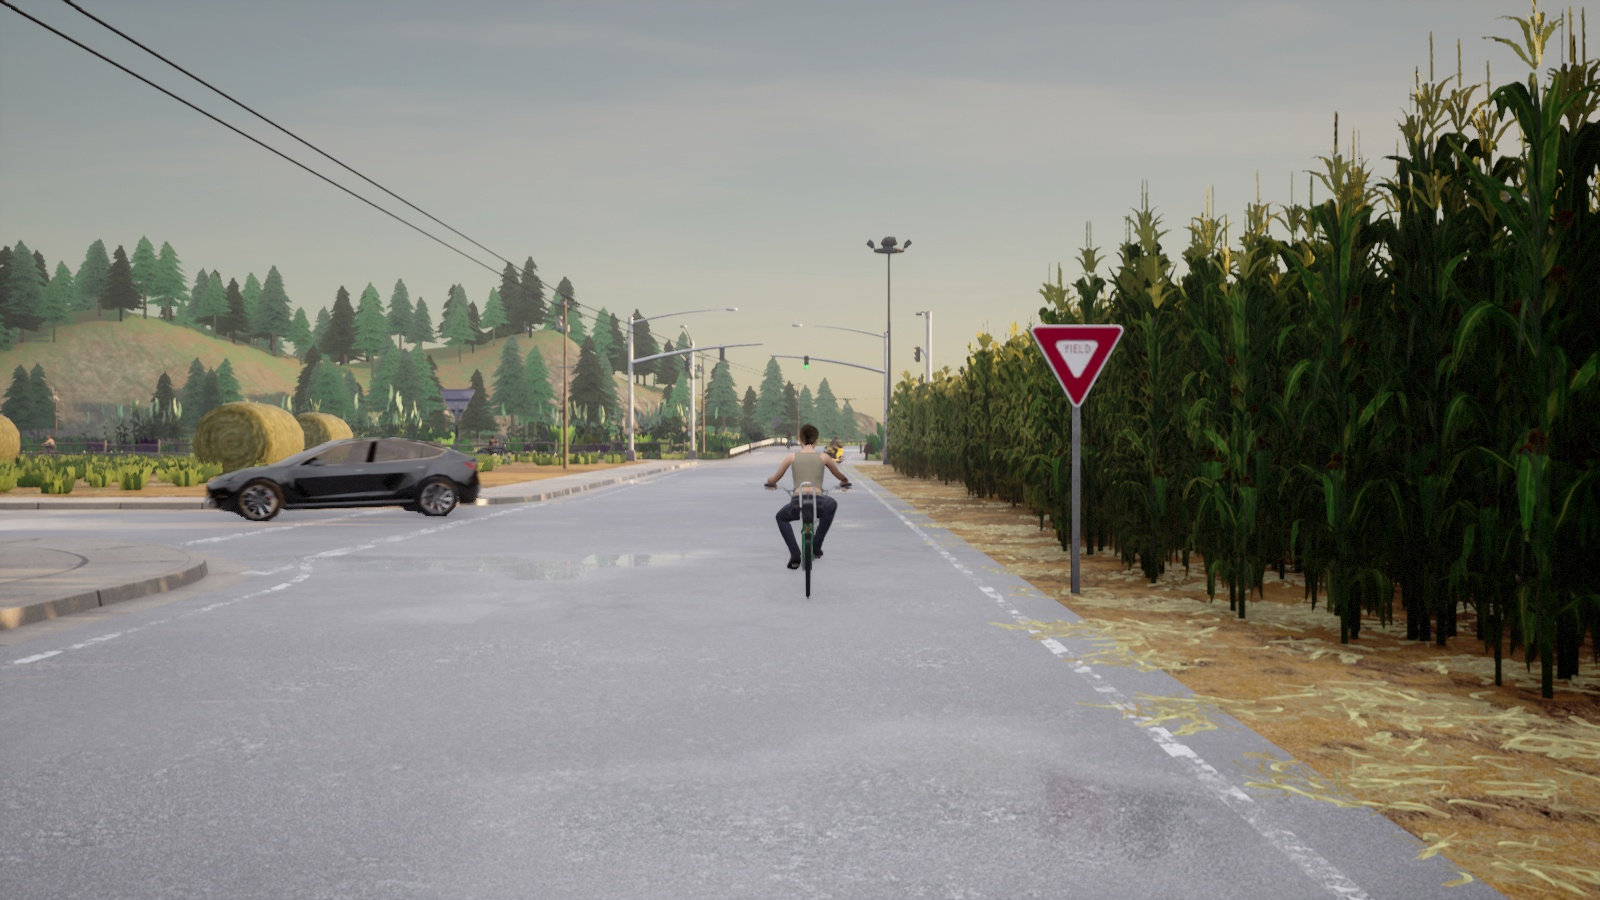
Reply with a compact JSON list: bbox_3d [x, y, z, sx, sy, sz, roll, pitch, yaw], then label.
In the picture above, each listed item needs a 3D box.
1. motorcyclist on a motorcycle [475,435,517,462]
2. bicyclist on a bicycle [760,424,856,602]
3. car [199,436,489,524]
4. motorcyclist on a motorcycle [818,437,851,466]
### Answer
[{"bbox_3d":[-18.293,-0.090,75.624,2.350,1.649,0.766,0,1,3],"label":"motorcyclist on a motorcycle"},{"bbox_3d":[0.078,0.564,12.155,0.866,1.612,1.509,0,1,0],"label":"bicyclist on a bicycle"},{"bbox_3d":[-8.442,0.490,23.301,4.792,1.488,2.163,0,1,-28],"label":"car"},{"bbox_3d":[1.901,0.060,68.696,0.797,1.523,2.044,4,2,32],"label":"motorcyclist on a motorcycle"}]
